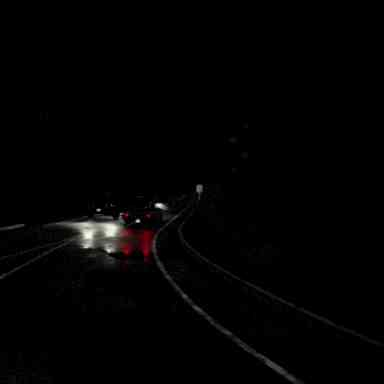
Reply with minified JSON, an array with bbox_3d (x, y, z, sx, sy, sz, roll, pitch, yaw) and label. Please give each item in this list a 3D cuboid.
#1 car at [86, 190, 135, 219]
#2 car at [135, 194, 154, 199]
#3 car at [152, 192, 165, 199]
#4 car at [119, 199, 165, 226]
[{"bbox_3d":[-6.317,0.869,25.843,2.150,2.045,5.566,1,1,3],"label":"car"},{"bbox_3d":[-5.782,1.117,36.085,1.895,1.301,4.718,1,1,3],"label":"car"},{"bbox_3d":[-5.043,0.793,48.467,2.128,1.511,4.902,1,1,4],"label":"car"},{"bbox_3d":[-3.063,1.374,21.631,1.895,1.301,4.718,1,1,2],"label":"car"}]
